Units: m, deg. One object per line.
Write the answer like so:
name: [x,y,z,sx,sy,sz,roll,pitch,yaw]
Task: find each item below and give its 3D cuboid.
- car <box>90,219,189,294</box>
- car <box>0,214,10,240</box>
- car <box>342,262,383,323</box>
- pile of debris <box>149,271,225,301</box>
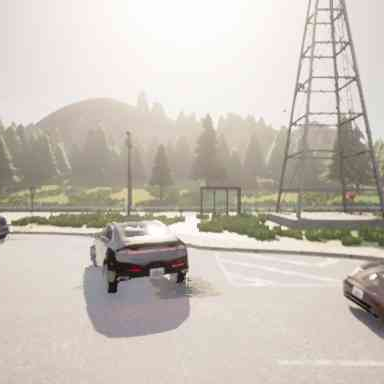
car: [-1.627,1.504,9.124,2.128,1.511,4.902,-2,-1,-22]
car: [-11.135,1.442,15.659,4.553,1.767,2.097,0,0,12]
car: [4.885,1.555,5.926,3.905,1.438,1.784,0,0,0]
pile of debris: [-0.208,2.222,8.048,1.500,0.140,1.860,0,0,-12]
